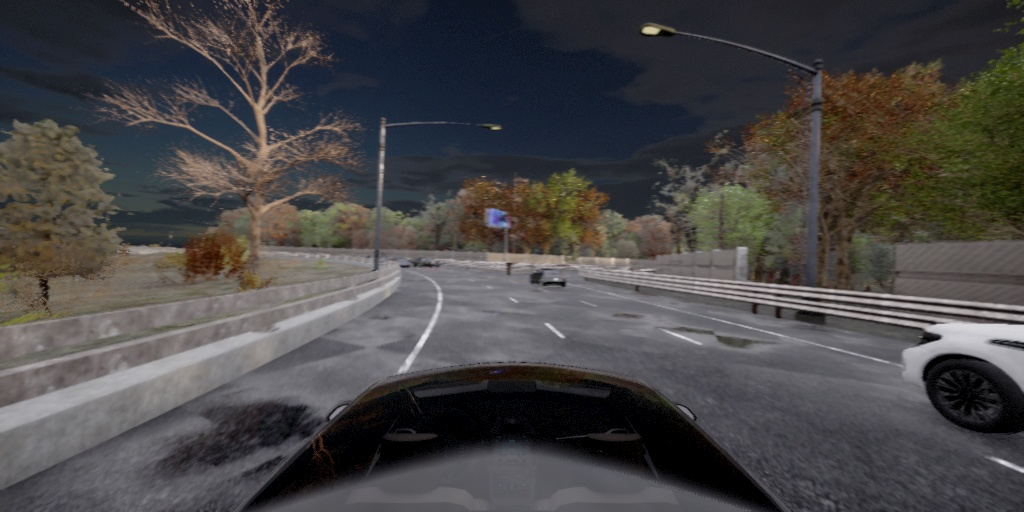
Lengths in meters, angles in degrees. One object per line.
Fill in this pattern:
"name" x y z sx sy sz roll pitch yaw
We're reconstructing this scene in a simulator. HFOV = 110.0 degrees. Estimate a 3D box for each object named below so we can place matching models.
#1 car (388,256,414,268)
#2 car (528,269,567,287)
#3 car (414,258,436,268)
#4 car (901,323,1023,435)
"car" -17.310 1.119 55.814 1.994 1.385 4.181 3 -1 -33
"car" 2.731 1.684 28.509 1.994 1.385 4.181 3 -1 -16
"car" -14.554 1.041 57.989 2.097 1.767 4.553 3 -1 -33
"car" 7.067 1.274 2.973 2.150 2.045 5.566 2 -1 -3
